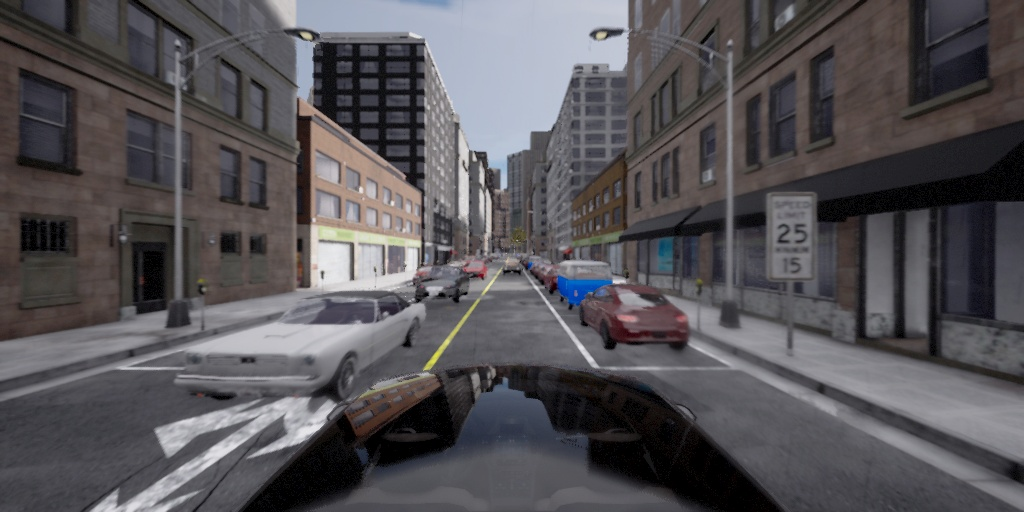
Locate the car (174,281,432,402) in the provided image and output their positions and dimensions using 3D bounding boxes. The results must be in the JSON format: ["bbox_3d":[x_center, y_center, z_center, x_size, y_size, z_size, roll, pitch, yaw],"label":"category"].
[{"bbox_3d":[-3.094,1.344,6.527,1.895,1.301,4.718,0,0,2],"label":"car"}]

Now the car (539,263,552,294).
[{"bbox_3d":[2.761,1.265,19.881,1.888,1.381,4.507,0,0,0],"label":"car"}]

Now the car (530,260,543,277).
[{"bbox_3d":[2.760,1.269,30.990,1.802,1.307,4.207,0,0,0],"label":"car"}]

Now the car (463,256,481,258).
[{"bbox_3d":[-5.767,0.910,47.652,2.192,1.841,5.009,0,0,0],"label":"car"}]

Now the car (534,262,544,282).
[{"bbox_3d":[2.760,1.289,25.438,1.802,1.307,4.207,0,0,0],"label":"car"}]

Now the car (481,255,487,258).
[{"bbox_3d":[-5.769,0.846,58.757,2.192,1.841,5.009,0,0,0],"label":"car"}]

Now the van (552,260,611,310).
[{"bbox_3d":[2.762,1.070,14.330,1.690,1.789,3.998,0,0,0],"label":"van"}]

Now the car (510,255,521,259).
[{"bbox_3d":[0.019,1.062,49.498,1.882,1.535,5.008,0,1,0],"label":"car"}]

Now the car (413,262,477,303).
[{"bbox_3d":[-3.094,1.217,16.690,2.128,1.511,4.902,0,0,0],"label":"car"}]

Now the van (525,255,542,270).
[{"bbox_3d":[2.758,0.968,42.097,1.690,1.789,3.998,0,0,0],"label":"van"}]

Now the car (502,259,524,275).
[{"bbox_3d":[-0.003,1.258,36.887,1.895,1.301,4.718,0,0,0],"label":"car"}]

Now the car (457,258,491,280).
[{"bbox_3d":[-3.085,1.169,30.014,1.882,1.535,5.008,0,0,0],"label":"car"}]

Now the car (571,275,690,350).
[{"bbox_3d":[2.762,1.320,8.778,1.802,1.307,4.207,0,0,0],"label":"car"}]

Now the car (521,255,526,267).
[{"bbox_3d":[2.758,0.909,47.649,2.192,1.841,5.009,0,0,0],"label":"car"}]

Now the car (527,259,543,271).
[{"bbox_3d":[2.759,1.241,36.546,1.802,1.307,4.207,0,0,0],"label":"car"}]
